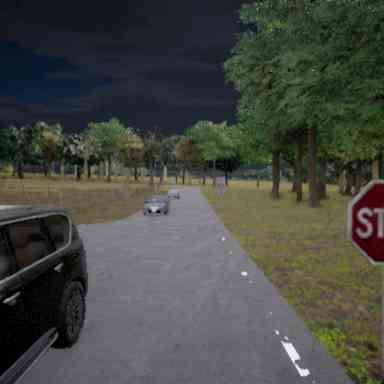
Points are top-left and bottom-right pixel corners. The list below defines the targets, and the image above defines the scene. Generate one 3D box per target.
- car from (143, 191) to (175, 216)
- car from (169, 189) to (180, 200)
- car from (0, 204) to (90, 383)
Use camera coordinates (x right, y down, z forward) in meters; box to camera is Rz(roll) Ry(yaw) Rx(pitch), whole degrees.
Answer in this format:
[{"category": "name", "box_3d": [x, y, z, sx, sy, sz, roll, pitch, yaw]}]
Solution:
[{"category": "car", "box_3d": [-2.721, 0.989, 26.389, 2.128, 1.511, 4.902, 0, 2, 0]}, {"category": "car", "box_3d": [-2.698, 0.353, 47.721, 1.812, 1.442, 4.674, 0, 2, 0]}, {"category": "car", "box_3d": [-2.747, 1.207, 3.276, 2.150, 2.045, 5.566, 0, 0, 0]}]
